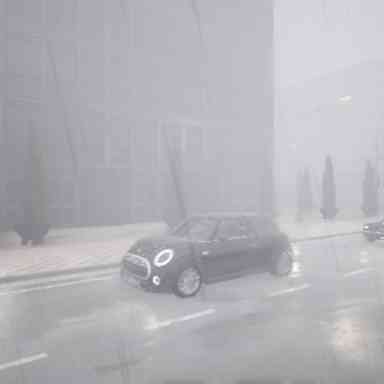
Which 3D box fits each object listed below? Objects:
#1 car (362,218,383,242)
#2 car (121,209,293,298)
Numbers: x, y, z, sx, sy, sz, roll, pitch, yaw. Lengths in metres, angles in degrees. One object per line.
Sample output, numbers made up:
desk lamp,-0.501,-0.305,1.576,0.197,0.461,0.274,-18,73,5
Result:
car,9.743,1.611,15.125,4.718,1.301,1.895,0,0,-36
car,0.501,1.355,8.626,4.553,1.767,2.097,0,0,-35
